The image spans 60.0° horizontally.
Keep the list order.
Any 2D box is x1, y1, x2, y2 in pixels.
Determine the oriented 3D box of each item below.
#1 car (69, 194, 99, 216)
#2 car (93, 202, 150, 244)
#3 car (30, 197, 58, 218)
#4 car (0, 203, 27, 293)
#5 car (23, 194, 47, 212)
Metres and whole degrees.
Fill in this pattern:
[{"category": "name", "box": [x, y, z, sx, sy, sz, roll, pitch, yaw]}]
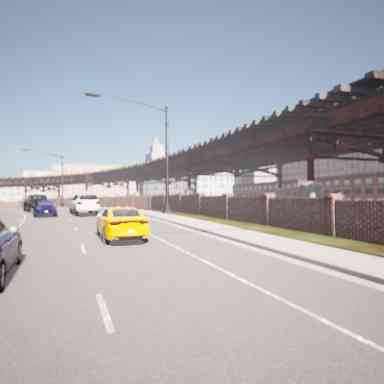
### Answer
[{"category": "car", "box": [-10.471, 1.186, 32.257, 2.150, 2.045, 5.566, 0, -1, -27]}, {"category": "car", "box": [-3.389, 1.449, 15.892, 1.882, 1.535, 5.008, 0, 0, -21]}, {"category": "car", "box": [-13.351, 1.485, 30.142, 1.812, 1.442, 4.674, 0, 0, -27]}, {"category": "car", "box": [-5.715, 1.336, 8.514, 2.097, 1.767, 4.553, 0, 0, -21]}, {"category": "car", "box": [-18.414, 1.293, 39.196, 2.150, 2.045, 5.566, 0, -1, -34]}]
